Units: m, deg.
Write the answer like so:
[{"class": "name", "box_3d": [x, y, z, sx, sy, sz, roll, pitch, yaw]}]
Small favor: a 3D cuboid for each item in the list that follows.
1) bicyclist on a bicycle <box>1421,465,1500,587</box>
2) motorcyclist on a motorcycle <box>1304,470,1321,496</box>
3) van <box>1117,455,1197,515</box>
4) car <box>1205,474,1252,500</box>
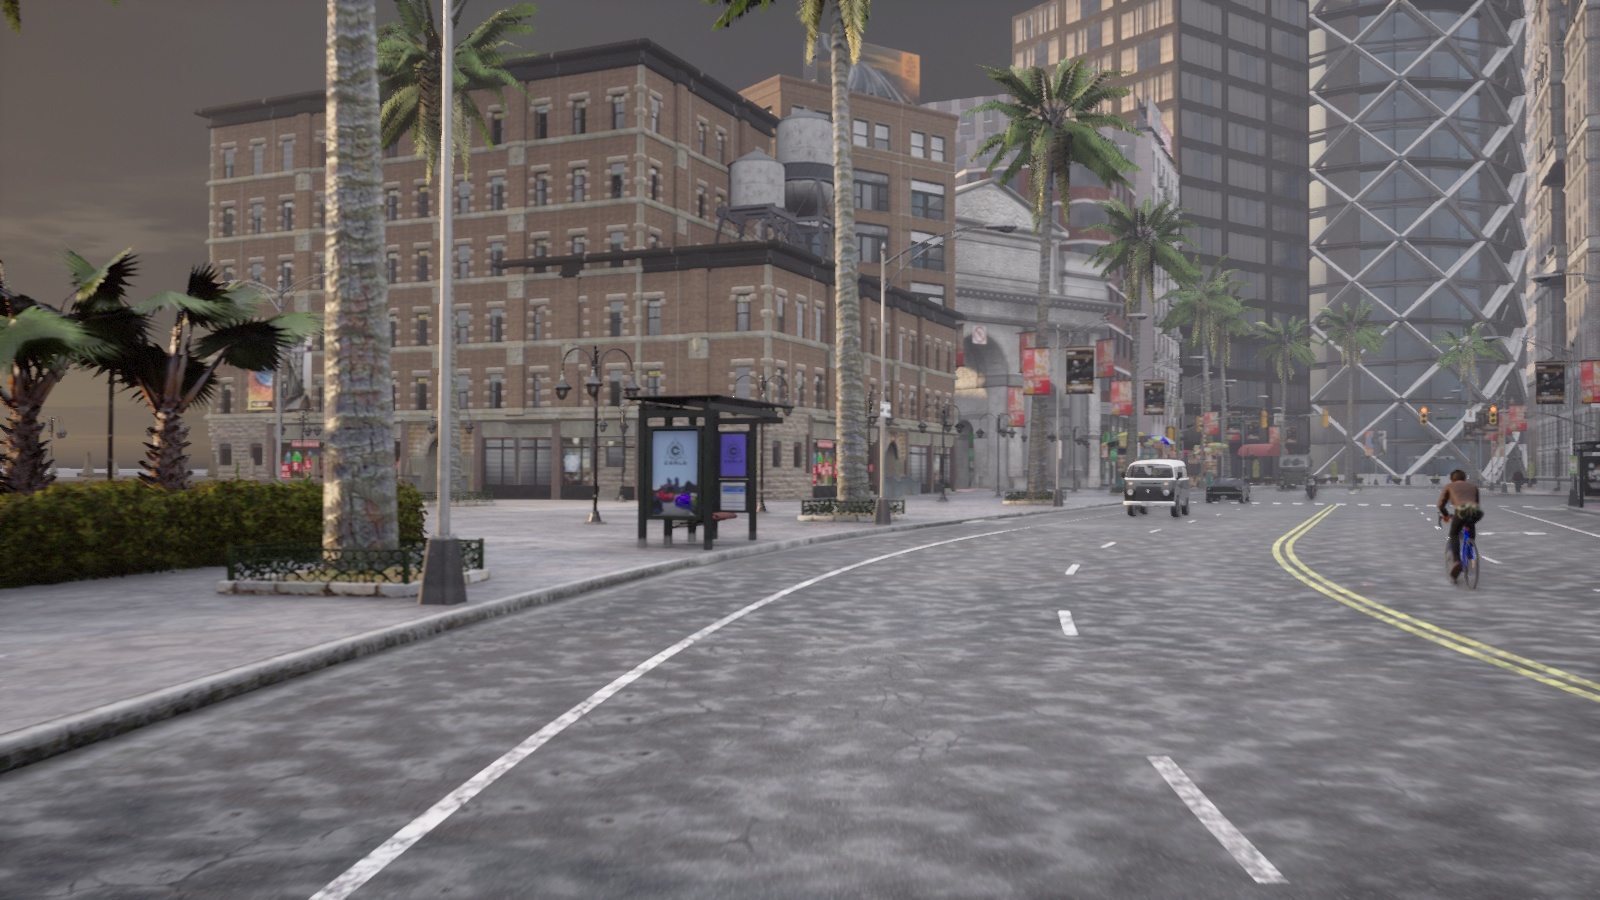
[{"class": "bicyclist on a bicycle", "box_3d": [9.203, 1.026, 17.552, 0.582, 1.620, 1.656, 0, -1, 14]}, {"class": "motorcyclist on a motorcycle", "box_3d": [31.020, 2.005, 76.019, 0.866, 1.530, 2.191, -1, -1, 25]}, {"class": "van", "box_3d": [12.871, 1.245, 45.114, 2.069, 2.038, 4.480, -1, -1, 25]}, {"class": "car", "box_3d": [22.605, 1.937, 66.157, 1.895, 1.301, 4.718, -1, -1, 25]}]
